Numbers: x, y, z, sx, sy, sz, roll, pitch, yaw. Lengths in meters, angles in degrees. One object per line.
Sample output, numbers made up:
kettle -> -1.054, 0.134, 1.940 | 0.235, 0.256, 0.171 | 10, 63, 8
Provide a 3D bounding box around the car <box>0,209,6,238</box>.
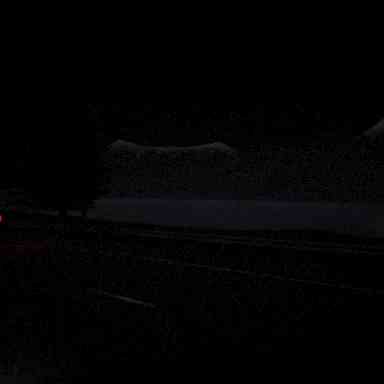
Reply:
car -> -11.138, 1.358, 15.671 | 5.566, 2.045, 2.150 | 0, 0, 31
